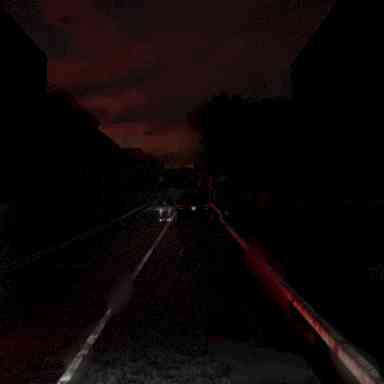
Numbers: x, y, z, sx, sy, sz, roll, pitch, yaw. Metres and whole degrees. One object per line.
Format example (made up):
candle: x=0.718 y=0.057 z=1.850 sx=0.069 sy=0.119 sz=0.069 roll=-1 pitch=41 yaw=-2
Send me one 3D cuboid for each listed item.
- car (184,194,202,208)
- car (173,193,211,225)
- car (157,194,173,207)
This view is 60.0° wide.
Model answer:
car: x=0.086 y=1.056 z=41.186 sx=2.128 sy=1.511 sz=4.902 roll=0 pitch=1 yaw=0
car: x=0.102 y=1.059 z=22.903 sx=2.150 sy=2.045 sz=5.566 roll=0 pitch=1 yaw=0
car: x=-3.320 y=1.031 z=42.481 sx=2.128 sy=1.511 sz=4.902 roll=0 pitch=1 yaw=0
